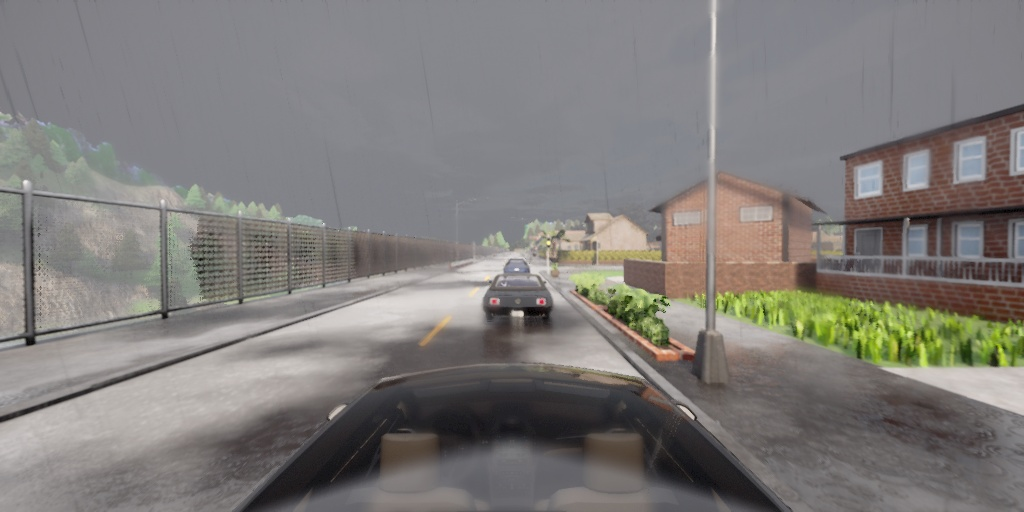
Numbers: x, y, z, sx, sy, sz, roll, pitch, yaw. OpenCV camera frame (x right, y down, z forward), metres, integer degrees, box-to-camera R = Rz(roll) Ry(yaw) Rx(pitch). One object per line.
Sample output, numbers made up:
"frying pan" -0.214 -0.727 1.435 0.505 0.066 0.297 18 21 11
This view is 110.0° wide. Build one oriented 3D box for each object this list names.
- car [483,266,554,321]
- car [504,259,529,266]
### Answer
"car" 0.188 1.186 11.572 1.895 1.301 4.718 0 1 1
"car" 0.354 0.884 27.304 1.994 1.385 4.181 0 1 0
